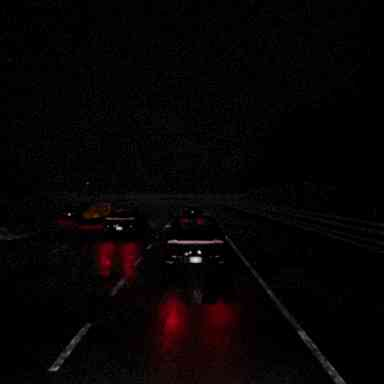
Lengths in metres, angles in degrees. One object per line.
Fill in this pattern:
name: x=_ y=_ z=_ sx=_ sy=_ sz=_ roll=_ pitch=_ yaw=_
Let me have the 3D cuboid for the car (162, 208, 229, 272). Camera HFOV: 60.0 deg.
car: x=0.092 y=1.499 z=10.806 sx=2.128 sy=1.511 sz=4.902 roll=0 pitch=0 yaw=0

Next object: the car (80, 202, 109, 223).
car: x=-6.918 y=1.583 z=26.401 sx=1.882 sy=1.535 sz=5.008 roll=0 pitch=0 yaw=0

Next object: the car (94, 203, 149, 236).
car: x=-3.513 y=1.534 z=18.462 sx=2.128 sy=1.511 sz=4.902 roll=0 pitch=0 yaw=0

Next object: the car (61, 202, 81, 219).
car: x=-10.422 y=1.650 z=30.652 sx=1.837 sy=1.490 sz=4.892 roll=0 pitch=-1 yaw=0

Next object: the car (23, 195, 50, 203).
car: x=-24.539 y=1.559 z=52.691 sx=2.150 sy=2.045 sz=5.566 roll=0 pitch=-1 yaw=0

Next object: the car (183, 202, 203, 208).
car: x=0.077 y=1.693 z=33.003 sx=1.812 sy=1.442 sz=4.674 roll=0 pitch=-1 yaw=0
